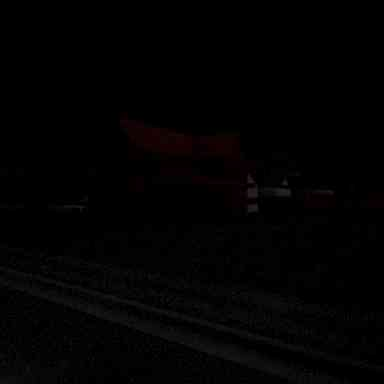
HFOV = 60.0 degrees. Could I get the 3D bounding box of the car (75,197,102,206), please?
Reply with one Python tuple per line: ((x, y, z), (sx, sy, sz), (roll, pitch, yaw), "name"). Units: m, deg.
((-16.832, 1.506, 54.112), (1.812, 1.442, 4.674), (0, 0, 35), "car")
